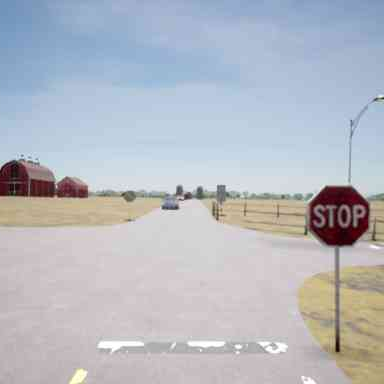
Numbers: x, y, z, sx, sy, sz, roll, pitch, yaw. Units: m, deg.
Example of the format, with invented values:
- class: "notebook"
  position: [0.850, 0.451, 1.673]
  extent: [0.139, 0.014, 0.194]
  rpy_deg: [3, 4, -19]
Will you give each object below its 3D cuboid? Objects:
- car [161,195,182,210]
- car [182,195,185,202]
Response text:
- class: "car"
  position: [-2.673, 1.325, 41.922]
  extent: [2.097, 1.767, 4.553]
  rpy_deg: [0, 0, 0]
- class: "car"
  position: [-2.608, 1.474, 77.371]
  extent: [1.882, 1.535, 5.008]
  rpy_deg: [0, 0, 0]
